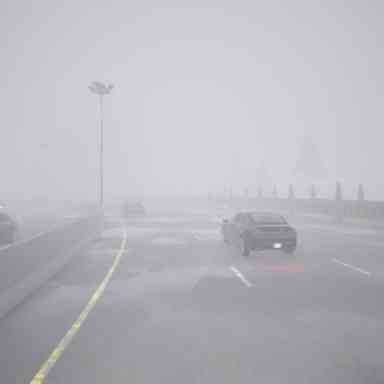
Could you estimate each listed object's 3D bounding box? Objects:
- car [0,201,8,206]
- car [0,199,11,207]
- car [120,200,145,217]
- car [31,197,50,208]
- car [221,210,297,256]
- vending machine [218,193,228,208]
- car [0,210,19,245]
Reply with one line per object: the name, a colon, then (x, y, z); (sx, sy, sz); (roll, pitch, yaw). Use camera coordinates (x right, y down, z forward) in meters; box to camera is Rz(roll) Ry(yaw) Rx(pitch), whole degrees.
car: (-13.573, 1.571, 21.195); (1.837, 1.490, 4.892); (0, 0, -15)
car: (-32.884, 1.870, 57.712); (1.994, 1.385, 4.181); (-1, 0, -40)
car: (-5.808, 1.513, 32.174); (2.128, 1.511, 4.902); (0, 0, -19)
car: (-23.003, 1.544, 50.482); (2.097, 1.767, 4.553); (-1, 0, -34)
car: (2.451, 1.478, 13.155); (1.837, 1.490, 4.892); (0, 0, -8)
vending machine: (4.347, 1.144, 46.852); (1.100, 2.100, 0.880); (0, 0, -25)
car: (-8.277, 1.535, 12.802); (1.837, 1.490, 4.892); (0, 0, -9)
